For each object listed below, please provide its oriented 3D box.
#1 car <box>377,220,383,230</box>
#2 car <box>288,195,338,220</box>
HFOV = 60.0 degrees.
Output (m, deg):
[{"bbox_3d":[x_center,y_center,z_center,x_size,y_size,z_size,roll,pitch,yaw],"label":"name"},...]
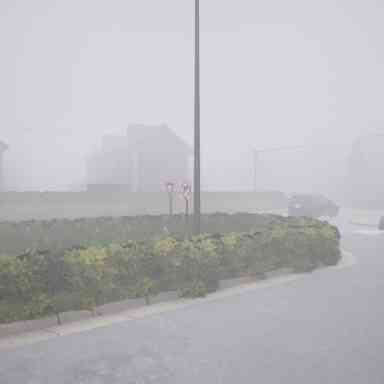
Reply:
[{"bbox_3d":[11.624,1.548,15.650,2.033,1.411,5.357,0,0,-21],"label":"car"},{"bbox_3d":[10.207,1.223,27.900,5.566,2.045,2.150,0,0,-44],"label":"car"}]
